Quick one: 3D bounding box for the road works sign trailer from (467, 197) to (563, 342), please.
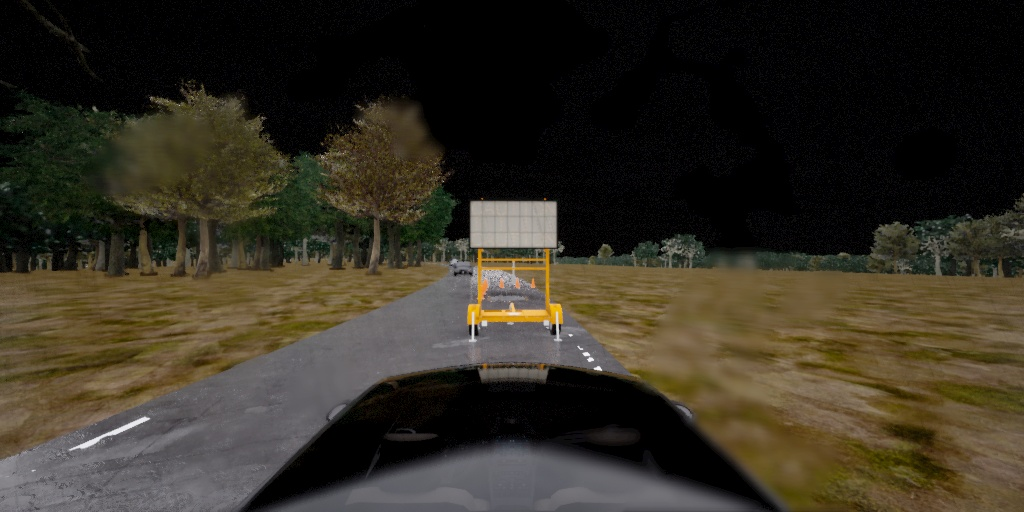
[{"bbox_3d":[0.040,0.214,9.796,2.380,3.560,2.880,0,0,-2],"label":"road works sign trailer"}]

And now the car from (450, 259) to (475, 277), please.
[{"bbox_3d":[-4.766,1.258,35.306,1.837,1.490,4.892,0,0,-7],"label":"car"}]
